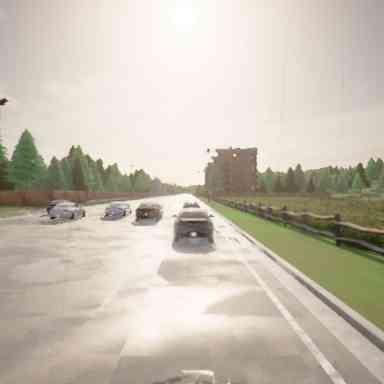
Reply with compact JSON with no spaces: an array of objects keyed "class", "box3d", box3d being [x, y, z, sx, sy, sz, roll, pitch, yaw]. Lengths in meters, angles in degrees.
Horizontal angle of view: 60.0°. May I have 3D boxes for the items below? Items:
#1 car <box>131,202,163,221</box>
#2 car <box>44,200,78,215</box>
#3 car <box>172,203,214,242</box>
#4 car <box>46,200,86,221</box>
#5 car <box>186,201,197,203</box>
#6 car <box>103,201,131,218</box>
[{"class":"car","box3d":[-3.492,1.565,27.838,1.882,1.535,5.008,0,0,0]},{"class":"car","box3d":[-14.033,1.619,35.992,1.837,1.490,4.892,0,0,0]},{"class":"car","box3d":[0.063,1.559,16.751,1.837,1.490,4.892,0,0,0]},{"class":"car","box3d":[-10.493,1.614,28.268,1.812,1.442,4.674,0,0,0]},{"class":"car","box3d":[-0.053,1.684,37.875,1.994,1.385,4.181,0,0,0]},{"class":"car","box3d":[-7.010,1.625,31.809,1.812,1.442,4.674,0,0,0]}]
